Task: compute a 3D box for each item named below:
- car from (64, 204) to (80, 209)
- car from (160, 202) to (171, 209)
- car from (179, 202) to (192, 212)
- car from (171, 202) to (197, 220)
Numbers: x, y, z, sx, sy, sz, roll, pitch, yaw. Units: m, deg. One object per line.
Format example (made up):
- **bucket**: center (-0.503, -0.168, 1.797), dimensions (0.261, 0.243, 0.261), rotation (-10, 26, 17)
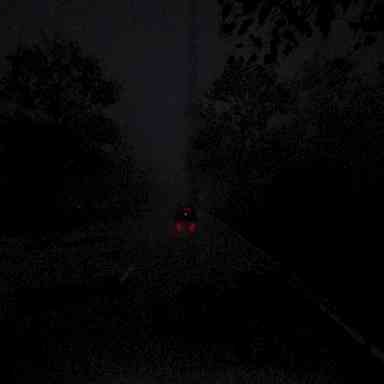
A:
- **car**: center (-29.911, 3.588, 81.945), dimensions (4.674, 1.442, 1.812), rotation (-1, -3, 11)
- **car**: center (-5.521, 3.215, 77.476), dimensions (1.882, 1.535, 5.008), rotation (2, -4, -43)
- **car**: center (-1.062, 2.265, 50.725), dimensions (1.882, 1.535, 5.008), rotation (0, -2, -1)
- **car**: center (-0.610, 1.783, 31.454), dimensions (2.128, 1.511, 4.902), rotation (0, -1, -1)
